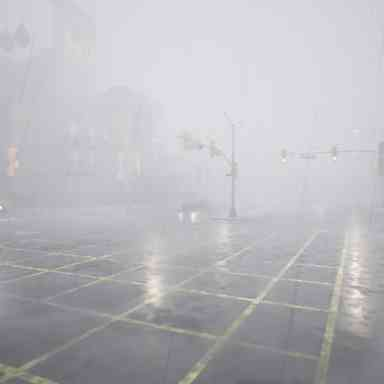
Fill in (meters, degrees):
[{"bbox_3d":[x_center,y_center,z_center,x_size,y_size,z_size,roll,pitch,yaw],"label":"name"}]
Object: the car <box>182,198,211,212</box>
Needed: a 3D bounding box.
[{"bbox_3d":[0.569,1.475,39.571,1.882,1.535,5.008,0,0,28],"label":"car"}]
